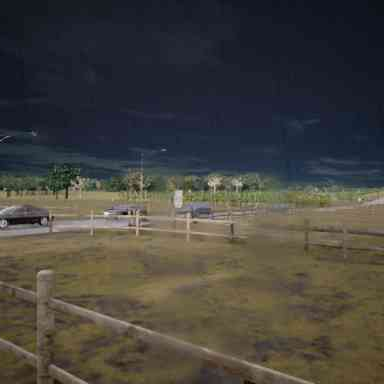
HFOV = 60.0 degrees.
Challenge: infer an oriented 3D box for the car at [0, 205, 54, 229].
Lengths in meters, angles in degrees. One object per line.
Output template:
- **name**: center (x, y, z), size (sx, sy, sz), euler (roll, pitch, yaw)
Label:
- **car**: center (-12.503, 1.748, 24.108), size (1.837, 1.490, 4.892), euler (1, -1, 35)

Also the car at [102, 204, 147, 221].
- **car**: center (-6.518, 1.959, 32.592), size (2.128, 1.511, 4.902), euler (1, -1, 35)

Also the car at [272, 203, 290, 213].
- **car**: center (15.934, 2.776, 59.318), size (2.097, 1.767, 4.553), euler (1, -1, 35)

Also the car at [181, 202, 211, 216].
- **car**: center (0.575, 2.115, 42.632), size (2.097, 1.767, 4.553), euler (1, -1, 35)
